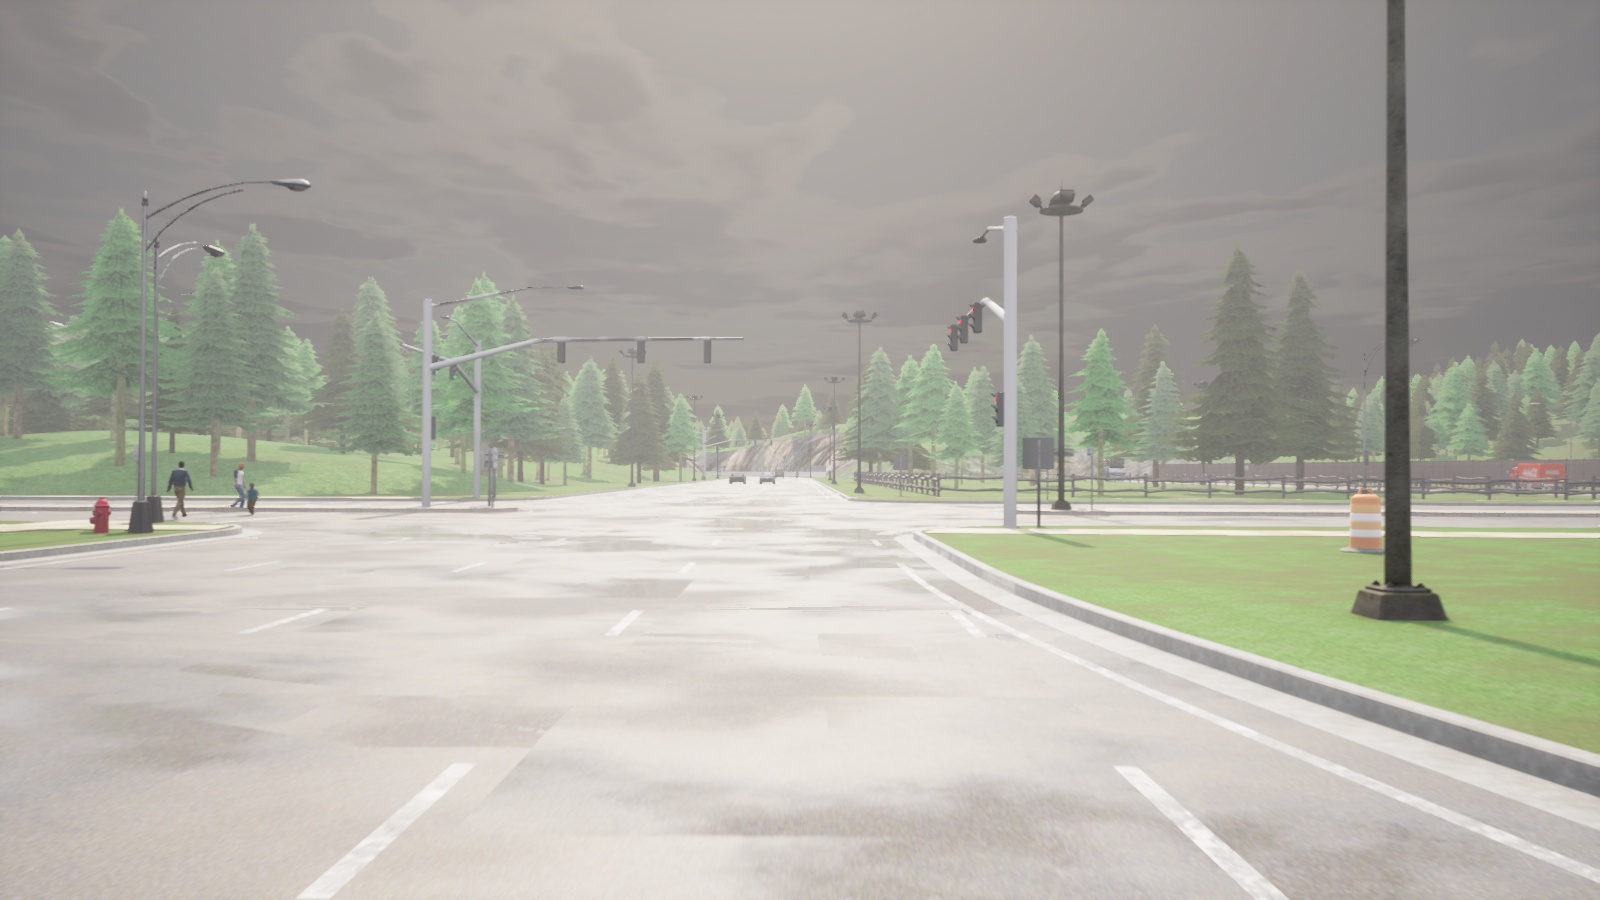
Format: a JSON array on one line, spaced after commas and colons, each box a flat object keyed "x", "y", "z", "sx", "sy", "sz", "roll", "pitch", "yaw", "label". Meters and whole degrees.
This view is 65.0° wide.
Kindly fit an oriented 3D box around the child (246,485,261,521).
[{"x": -18.201, "y": 1.757, "z": 41.827, "sx": 0.343, "sy": 1.192, "sz": 0.448, "roll": 0, "pitch": -1, "yaw": -8, "label": "child"}]

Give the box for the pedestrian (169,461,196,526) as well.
[{"x": -18.834, "y": 1.320, "z": 38.318, "sx": 0.423, "sy": 1.949, "sz": 0.788, "roll": 0, "pitch": -1, "yaw": -1, "label": "pedestrian"}]

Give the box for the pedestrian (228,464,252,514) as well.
[{"x": -20.400, "y": 1.420, "z": 45.770, "sx": 0.706, "sy": 1.836, "sz": 0.354, "roll": 0, "pitch": -1, "yaw": -2, "label": "pedestrian"}]
